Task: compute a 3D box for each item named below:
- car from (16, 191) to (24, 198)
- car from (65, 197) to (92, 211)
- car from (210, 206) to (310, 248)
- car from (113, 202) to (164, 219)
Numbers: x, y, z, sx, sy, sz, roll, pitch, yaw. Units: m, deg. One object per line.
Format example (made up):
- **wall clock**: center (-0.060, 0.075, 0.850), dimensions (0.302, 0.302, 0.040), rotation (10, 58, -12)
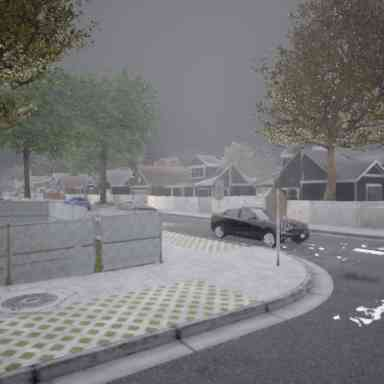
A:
- **car**: center (-40.590, 1.110, 80.844), dimensions (2.128, 1.511, 4.902), rotation (0, 0, -36)
- **car**: center (-12.648, 1.289, 36.794), dimensions (1.882, 1.535, 5.008), rotation (0, 0, -35)
- **car**: center (2.880, 1.422, 14.998), dimensions (1.882, 1.535, 5.008), rotation (0, 0, -35)
- **car**: center (-4.221, 1.429, 24.942), dimensions (2.033, 1.411, 5.357), rotation (0, 0, -36)
